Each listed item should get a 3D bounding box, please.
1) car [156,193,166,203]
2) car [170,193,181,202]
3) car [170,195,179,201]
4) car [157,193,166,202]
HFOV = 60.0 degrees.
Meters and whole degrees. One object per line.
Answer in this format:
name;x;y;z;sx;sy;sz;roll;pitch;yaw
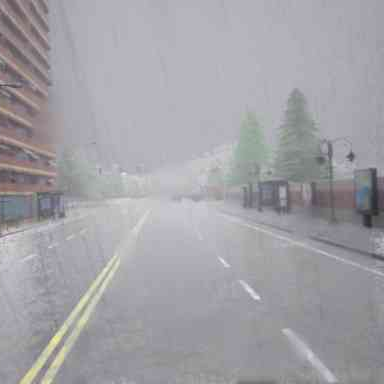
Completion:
car;-7.287;1.455;79.347;2.150;2.045;5.566;-2;0;-5
car;-3.811;1.350;79.702;2.150;2.045;5.566;-2;0;-5
car;-4.774;1.611;90.015;1.994;1.385;4.181;-2;0;-5
car;-8.272;1.433;89.716;2.150;2.045;5.566;-2;0;-5
